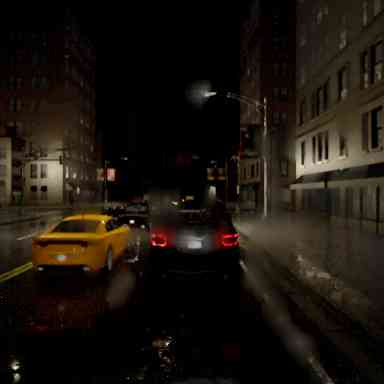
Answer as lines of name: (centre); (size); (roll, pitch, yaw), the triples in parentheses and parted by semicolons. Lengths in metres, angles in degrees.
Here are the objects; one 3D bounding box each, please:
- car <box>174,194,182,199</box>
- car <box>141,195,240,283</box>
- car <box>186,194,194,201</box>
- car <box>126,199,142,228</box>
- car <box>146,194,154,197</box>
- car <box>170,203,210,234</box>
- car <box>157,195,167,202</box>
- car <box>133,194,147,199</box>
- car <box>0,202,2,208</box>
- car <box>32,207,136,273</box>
car: (-3.854, 1.276, 92.294); (1.837, 1.490, 4.892); (0, 0, 0)
car: (0.039, 1.214, 9.750); (2.150, 2.045, 5.566); (0, 0, 0)
car: (-0.535, 1.394, 81.896); (1.882, 1.535, 5.008); (0, 0, 0)
car: (-3.282, 1.461, 20.643); (1.882, 1.535, 5.008); (0, 0, 0)
car: (-6.956, 1.504, 63.172); (1.994, 1.385, 4.181); (0, 0, 0)
car: (-0.126, 1.475, 19.938); (2.128, 1.511, 4.902); (0, 0, 0)
car: (-7.014, 1.462, 78.446); (2.033, 1.411, 5.357); (0, 0, 0)
car: (-10.206, 1.505, 63.152); (1.994, 1.385, 4.181); (0, 0, 0)
car: (-25.639, 1.546, 40.750); (4.313, 1.339, 1.947); (0, 0, 0)
car: (-3.217, 1.469, 10.649); (1.882, 1.535, 5.008); (0, 0, 0)
